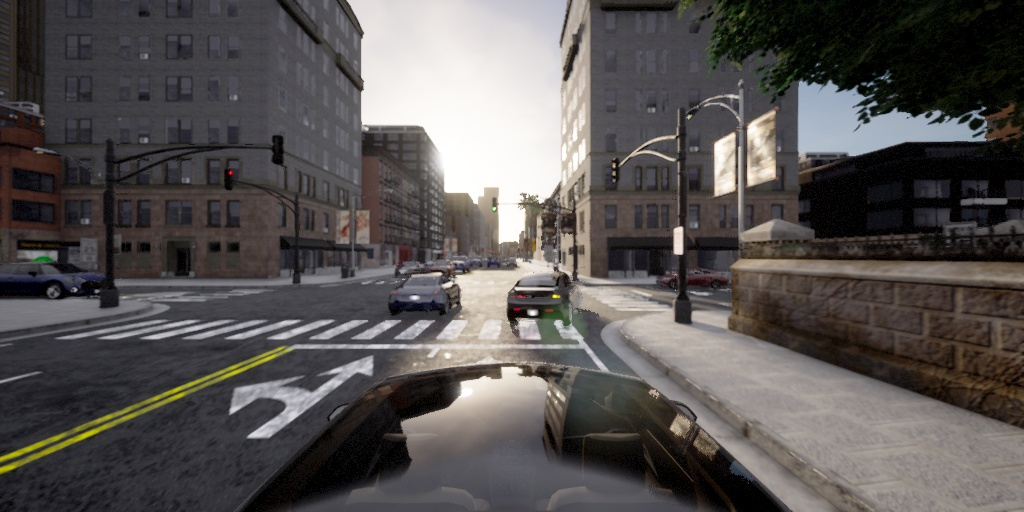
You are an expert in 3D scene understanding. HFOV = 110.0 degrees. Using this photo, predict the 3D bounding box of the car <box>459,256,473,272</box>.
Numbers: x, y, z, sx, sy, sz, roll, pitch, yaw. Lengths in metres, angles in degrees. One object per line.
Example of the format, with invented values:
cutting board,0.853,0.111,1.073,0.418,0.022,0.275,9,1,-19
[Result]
car,-6.580,0.989,44.287,2.150,2.045,5.566,0,0,2

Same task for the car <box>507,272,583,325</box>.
car,1.202,1.266,12.033,1.837,1.490,4.892,-1,0,15

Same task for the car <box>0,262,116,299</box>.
car,-21.686,1.077,16.876,4.553,1.767,2.097,0,0,0

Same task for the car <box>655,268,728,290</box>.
car,11.287,1.400,22.613,4.207,1.307,1.802,0,0,2

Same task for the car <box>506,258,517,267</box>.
car,-0.027,1.360,64.576,1.895,1.301,4.718,0,0,0

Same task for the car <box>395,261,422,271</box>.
car,-9.858,1.262,34.724,2.128,1.511,4.902,0,0,0

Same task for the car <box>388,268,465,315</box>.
car,-3.154,1.323,13.646,1.994,1.385,4.181,0,0,0

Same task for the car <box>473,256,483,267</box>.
car,-6.532,0.982,64.518,2.150,2.045,5.566,0,0,0

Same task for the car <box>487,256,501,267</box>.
car,-3.277,0.981,64.158,2.150,2.045,5.566,0,0,0

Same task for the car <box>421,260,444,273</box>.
car,-9.850,1.296,44.717,1.812,1.442,4.674,0,0,0

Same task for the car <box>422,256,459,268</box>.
car,-6.572,1.122,33.328,2.097,1.767,4.553,0,0,-1
